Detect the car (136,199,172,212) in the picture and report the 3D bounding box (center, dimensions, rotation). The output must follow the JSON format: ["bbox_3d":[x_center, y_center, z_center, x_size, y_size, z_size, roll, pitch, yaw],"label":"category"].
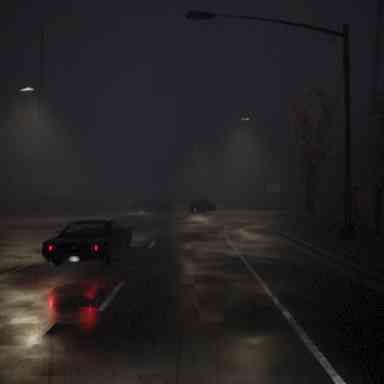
[{"bbox_3d":[-4.313,1.662,41.455,2.128,1.511,4.902,-1,0,27],"label":"car"}]

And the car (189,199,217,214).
[{"bbox_3d":[1.298,1.603,37.335,1.837,1.490,4.892,-3,-1,24],"label":"car"}]

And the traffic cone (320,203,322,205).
[{"bbox_3d":[21.605,1.863,55.731,0.340,0.580,0.340,0,-1,-43],"label":"traffic cone"}]

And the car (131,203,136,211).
[{"bbox_3d":[-6.276,1.695,45.204,1.882,1.535,5.008,-1,-1,29],"label":"car"}]

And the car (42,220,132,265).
[{"bbox_3d":[-3.397,1.652,11.843,1.895,1.301,4.718,0,0,0],"label":"car"}]

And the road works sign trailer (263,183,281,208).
[{"bbox_3d":[11.690,0.477,47.286,2.880,3.560,2.380,-1,0,-43],"label":"road works sign trailer"}]

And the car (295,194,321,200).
[{"bbox_3d":[24.751,1.197,69.629,5.357,1.411,2.033,-1,-1,-28],"label":"car"}]

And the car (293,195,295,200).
[{"bbox_3d":[23.517,1.085,72.937,4.553,1.767,2.097,-1,-1,-28],"label":"car"}]
